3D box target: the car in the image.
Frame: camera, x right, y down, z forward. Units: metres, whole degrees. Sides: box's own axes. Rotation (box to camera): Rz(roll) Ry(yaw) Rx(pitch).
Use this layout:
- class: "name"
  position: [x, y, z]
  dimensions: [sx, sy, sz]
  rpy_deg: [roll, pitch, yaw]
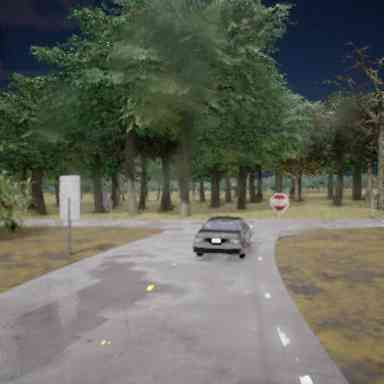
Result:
- class: "car"
  position: [1.381, 1.681, 13.465]
  dimensions: [2.033, 1.411, 5.357]
  rpy_deg: [0, -1, 13]
